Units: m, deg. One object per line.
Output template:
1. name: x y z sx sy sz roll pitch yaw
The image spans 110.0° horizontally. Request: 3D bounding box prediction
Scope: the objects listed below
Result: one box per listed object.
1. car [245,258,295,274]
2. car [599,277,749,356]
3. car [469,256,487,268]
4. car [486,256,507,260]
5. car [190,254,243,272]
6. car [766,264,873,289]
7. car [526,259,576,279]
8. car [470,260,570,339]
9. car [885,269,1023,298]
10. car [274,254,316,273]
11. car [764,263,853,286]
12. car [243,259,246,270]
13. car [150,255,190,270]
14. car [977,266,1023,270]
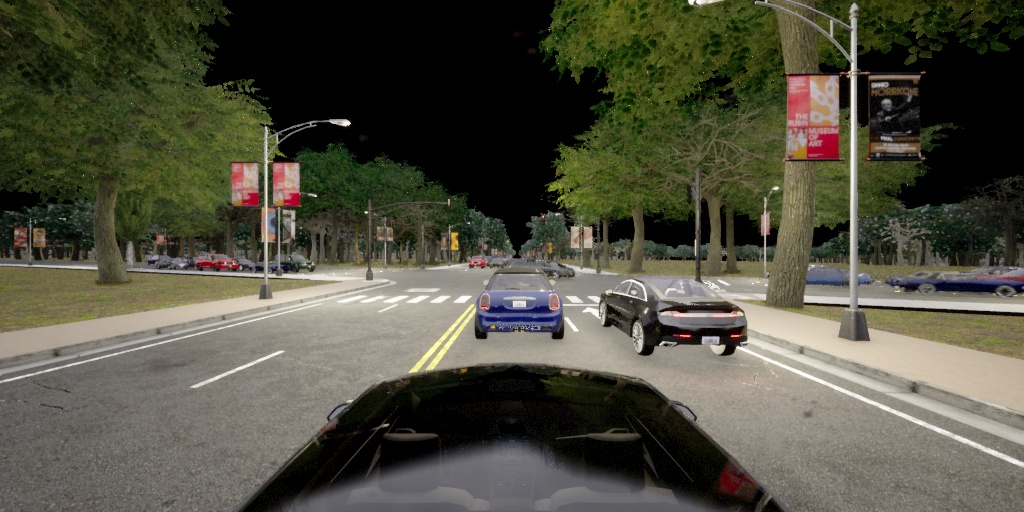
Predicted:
1. car: -26.006 1.225 38.514 4.718 1.301 1.895 0 0 27
2. car: 3.434 1.241 8.602 2.128 1.511 4.902 0 0 0
3. car: -5.587 0.978 58.009 2.150 2.045 5.566 0 0 1
4. car: -2.359 1.110 55.941 2.097 1.767 4.553 0 0 1
5. car: -35.070 0.797 42.575 5.566 2.045 2.150 0 0 24
6. car: 21.158 1.429 24.790 5.357 1.411 2.033 0 0 21
7. car: 3.551 1.280 32.218 1.837 1.490 4.892 -1 1 -37
8. car: 0.199 1.102 10.192 2.097 1.767 4.553 0 0 1
9. car: 24.099 1.509 19.676 4.718 1.301 1.895 0 0 24
10. car: -25.511 0.840 41.870 5.566 2.045 2.150 0 0 24
11. car: 22.625 1.373 27.659 4.902 1.511 2.128 0 0 26
12. car: -34.670 1.074 45.965 4.892 1.490 1.837 0 0 24
13. car: -44.261 1.021 46.700 4.902 1.511 2.128 0 0 24
14. car: 30.139 1.414 20.753 5.008 1.535 1.882 0 0 24
